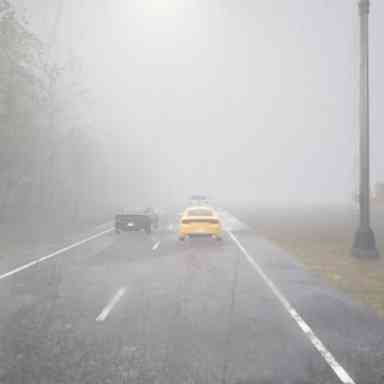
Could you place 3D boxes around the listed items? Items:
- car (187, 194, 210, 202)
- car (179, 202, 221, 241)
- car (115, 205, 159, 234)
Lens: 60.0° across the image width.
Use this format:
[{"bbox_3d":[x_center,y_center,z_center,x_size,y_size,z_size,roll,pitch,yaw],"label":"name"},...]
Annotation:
[{"bbox_3d":[0.705,1.222,35.891,2.150,2.045,5.566,0,0,1],"label":"car"},{"bbox_3d":[0.408,1.477,16.805,1.882,1.535,5.008,0,0,1],"label":"car"},{"bbox_3d":[-3.062,1.488,19.258,1.882,1.535,5.008,0,0,1],"label":"car"}]
